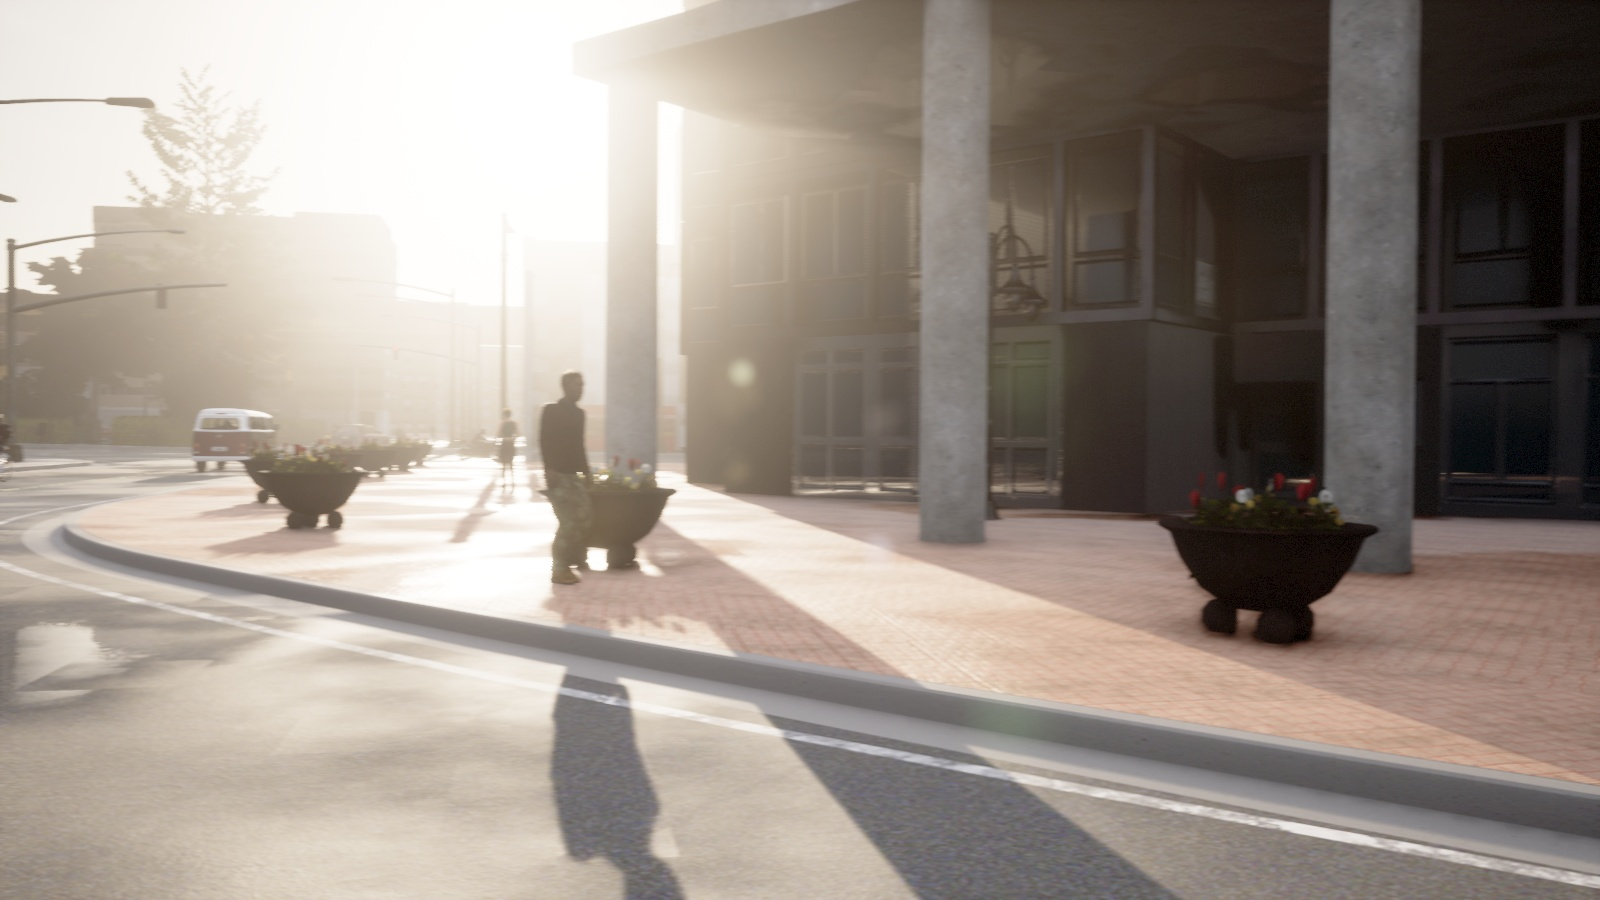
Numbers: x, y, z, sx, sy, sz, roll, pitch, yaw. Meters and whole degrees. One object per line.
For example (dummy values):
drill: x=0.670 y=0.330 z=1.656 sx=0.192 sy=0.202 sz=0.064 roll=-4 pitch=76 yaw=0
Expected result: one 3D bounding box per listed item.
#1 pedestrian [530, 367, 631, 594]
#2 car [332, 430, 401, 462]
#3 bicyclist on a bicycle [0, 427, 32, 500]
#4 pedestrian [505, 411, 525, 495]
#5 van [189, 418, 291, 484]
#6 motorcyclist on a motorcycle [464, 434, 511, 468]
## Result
pedestrian: x=-1.843 y=0.243 z=10.547 sx=0.703 sy=1.840 sz=0.431 roll=0 pitch=1 yaw=31
car: x=-24.923 y=-0.245 z=72.368 sx=2.097 sy=1.767 sz=4.553 roll=0 pitch=1 yaw=4
bicyclist on a bicycle: x=-19.985 y=0.323 z=31.432 sx=0.659 sy=1.776 sz=1.843 roll=-1 pitch=1 yaw=-11
pedestrian: x=-6.345 y=0.056 z=27.943 sx=0.345 sy=1.836 sz=0.594 roll=-1 pitch=1 yaw=-18
van: x=-18.368 y=0.007 z=41.424 sx=2.069 sy=2.038 sz=4.480 roll=-1 pitch=1 yaw=-11
motorcyclist on a motorcycle: x=-14.172 y=0.037 z=56.985 sx=2.044 sy=1.523 sz=0.797 roll=0 pitch=1 yaw=-11
